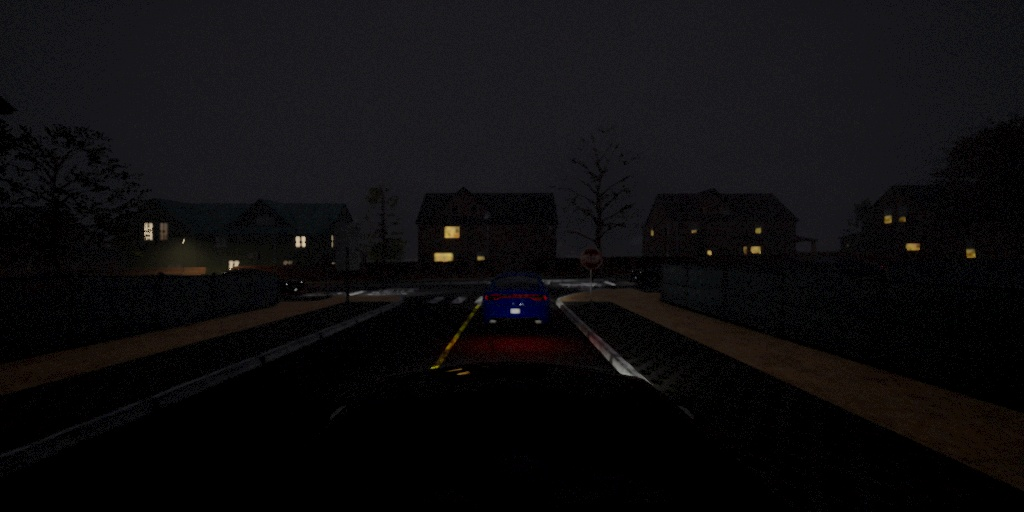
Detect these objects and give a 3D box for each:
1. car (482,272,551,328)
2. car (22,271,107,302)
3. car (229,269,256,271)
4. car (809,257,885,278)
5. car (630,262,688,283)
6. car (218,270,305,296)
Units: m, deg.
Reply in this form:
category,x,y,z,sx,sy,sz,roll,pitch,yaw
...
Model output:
category,x,y,z,sx,sy,sz,roll,pitch,yaw
car,0.225,1.241,11.502,1.882,1.535,5.008,0,0,3
car,-25.451,1.706,20.898,4.553,1.767,2.097,-1,1,0
car,-18.332,1.650,23.880,4.892,1.490,1.837,-1,1,0
car,21.475,0.753,23.903,5.357,1.411,2.033,-1,1,0
car,10.401,1.068,23.858,4.718,1.301,1.895,-1,1,-1
car,-14.808,1.703,20.907,4.718,1.301,1.895,-1,1,0
